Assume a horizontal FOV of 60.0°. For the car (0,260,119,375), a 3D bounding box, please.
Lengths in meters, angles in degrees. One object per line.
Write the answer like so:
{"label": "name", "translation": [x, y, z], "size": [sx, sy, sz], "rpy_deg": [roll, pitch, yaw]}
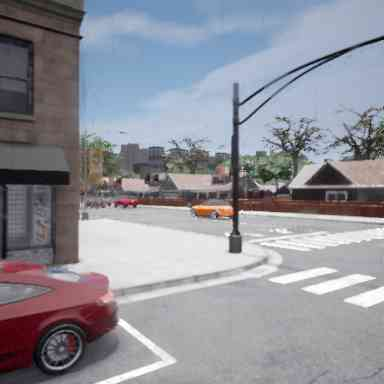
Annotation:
{"label": "car", "translation": [-2.992, 1.581, 4.053], "size": [4.206, 1.307, 1.802], "rpy_deg": [0, 0, -35]}

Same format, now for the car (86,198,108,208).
{"label": "car", "translation": [-16.680, 1.756, 57.264], "size": [2.097, 1.767, 4.553], "rpy_deg": [0, -1, -35]}

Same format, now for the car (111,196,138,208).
{"label": "car", "translation": [-10.870, 1.608, 54.684], "size": [2.150, 2.045, 5.566], "rpy_deg": [0, 0, -35]}

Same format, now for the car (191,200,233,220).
{"label": "car", "translation": [1.825, 1.571, 31.295], "size": [2.097, 1.767, 4.553], "rpy_deg": [0, -1, -35]}

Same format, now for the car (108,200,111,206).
{"label": "car", "translation": [-16.986, 1.991, 63.143], "size": [2.033, 1.411, 5.357], "rpy_deg": [0, 0, -35]}
